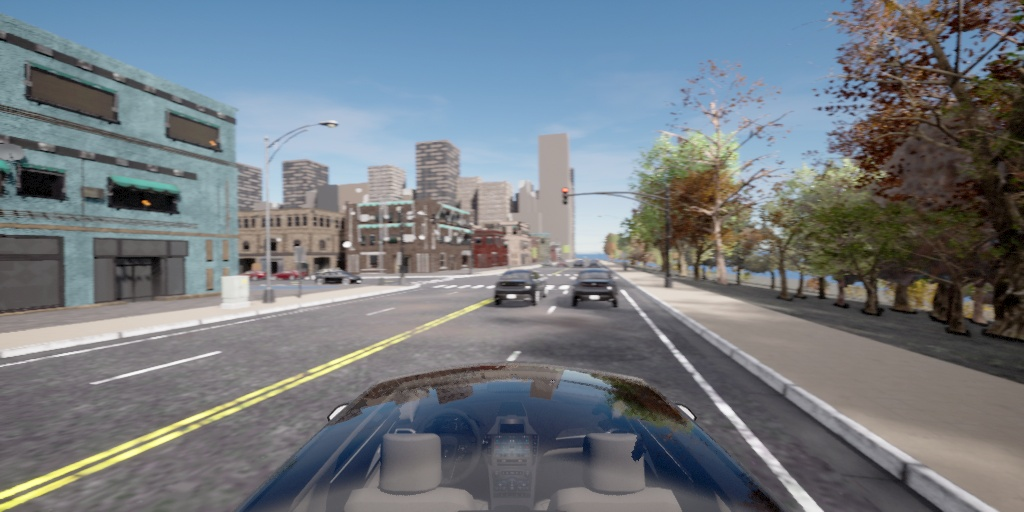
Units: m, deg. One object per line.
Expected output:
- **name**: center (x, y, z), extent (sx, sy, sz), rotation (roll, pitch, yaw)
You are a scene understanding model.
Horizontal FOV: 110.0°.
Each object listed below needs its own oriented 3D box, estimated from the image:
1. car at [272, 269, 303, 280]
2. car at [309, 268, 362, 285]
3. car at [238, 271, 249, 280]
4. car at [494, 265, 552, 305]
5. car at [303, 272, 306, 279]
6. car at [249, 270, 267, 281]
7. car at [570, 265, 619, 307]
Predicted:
- **car**: center (-27.772, 2.333, 44.765), extent (4.207, 1.307, 1.802), rotation (0, 0, 13)
- **car**: center (-16.142, 2.011, 33.381), extent (4.313, 1.339, 1.948), rotation (0, 0, 13)
- **car**: center (-29.639, 2.233, 36.594), extent (4.097, 1.591, 1.967), rotation (0, 0, 13)
- **car**: center (0.508, 1.368, 16.716), extent (1.837, 1.490, 4.892), rotation (-1, 0, 13)
- **car**: center (-22.377, 2.162, 43.530), extent (4.403, 1.370, 2.007), rotation (0, 0, 13)
- **car**: center (-33.165, 2.471, 45.999), extent (4.207, 1.307, 1.802), rotation (0, 0, 13)
- **car**: center (3.681, 1.323, 16.011), extent (1.837, 1.490, 4.892), rotation (-1, 0, 13)
